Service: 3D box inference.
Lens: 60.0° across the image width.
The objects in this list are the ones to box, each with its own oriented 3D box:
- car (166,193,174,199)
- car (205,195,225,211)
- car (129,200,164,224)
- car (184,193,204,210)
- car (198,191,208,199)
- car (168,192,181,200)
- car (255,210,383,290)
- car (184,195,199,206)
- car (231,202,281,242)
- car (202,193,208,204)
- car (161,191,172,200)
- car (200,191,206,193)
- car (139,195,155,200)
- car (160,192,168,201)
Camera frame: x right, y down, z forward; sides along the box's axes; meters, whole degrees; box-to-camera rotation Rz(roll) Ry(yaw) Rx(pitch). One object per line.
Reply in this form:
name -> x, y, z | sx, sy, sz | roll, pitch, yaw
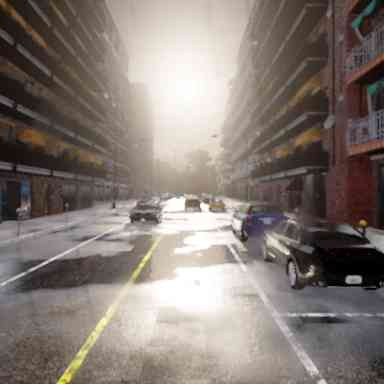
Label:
car -> -5.813, 1.021, 86.879 | 1.802, 1.307, 4.206 | 1, 0, 0
car -> 2.708, 1.282, 36.904 | 1.752, 1.417, 4.829 | 1, 0, 0
car -> -3.101, 1.447, 23.284 | 1.895, 1.301, 4.718 | 0, 0, 0
car -> 0.085, 1.225, 38.358 | 1.882, 1.535, 5.008 | 0, 0, 0
car -> 2.838, 0.754, 86.843 | 2.192, 1.841, 5.009 | 1, 0, 0
car -> -3.002, 0.723, 63.812 | 1.812, 1.442, 4.674 | 0, 0, 0
car -> 3.145, 1.444, 8.884 | 1.837, 1.490, 4.892 | 0, 0, 0
car -> 0.022, 1.170, 49.144 | 2.128, 1.511, 4.902 | 0, 0, 1
car -> 3.112, 1.247, 15.854 | 2.097, 1.767, 4.553 | 0, 0, 0
car -> 2.770, 1.212, 54.079 | 1.947, 1.339, 4.313 | 1, 0, 0
car -> -5.809, 0.824, 75.741 | 2.192, 1.841, 5.009 | 1, 0, 0
car -> 2.836, 1.103, 64.743 | 1.752, 1.417, 4.829 | 1, 0, 0
car -> -5.699, 1.162, 42.333 | 1.967, 1.590, 4.097 | 1, 0, 0
car -> -5.812, 1.095, 70.174 | 2.008, 1.369, 4.403 | 1, 0, 0
